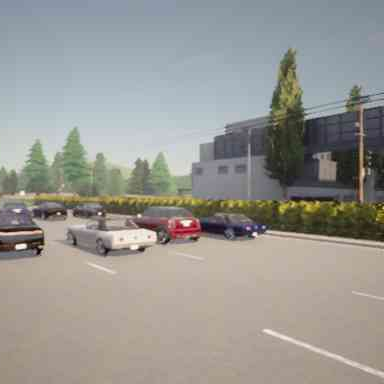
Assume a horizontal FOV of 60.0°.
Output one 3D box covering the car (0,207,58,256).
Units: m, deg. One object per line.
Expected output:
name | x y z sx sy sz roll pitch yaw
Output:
car | -7.115 1.550 12.593 2.128 1.511 4.902 1 -1 -41

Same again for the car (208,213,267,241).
car | 1.712 1.836 18.432 1.895 1.301 4.718 1 -1 -41

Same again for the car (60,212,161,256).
car | -3.549 1.717 13.816 1.895 1.301 4.718 1 -1 -41

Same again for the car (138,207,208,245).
car | -1.653 1.527 16.980 2.097 1.767 4.553 1 -1 -41

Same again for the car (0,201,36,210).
car | -14.169 1.469 25.937 2.097 1.767 4.553 1 -1 -41

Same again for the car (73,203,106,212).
car | -9.789 1.762 31.563 1.812 1.442 4.674 1 -1 -41

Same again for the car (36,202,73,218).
car | -12.764 1.655 29.654 1.882 1.535 5.008 1 -1 -41
